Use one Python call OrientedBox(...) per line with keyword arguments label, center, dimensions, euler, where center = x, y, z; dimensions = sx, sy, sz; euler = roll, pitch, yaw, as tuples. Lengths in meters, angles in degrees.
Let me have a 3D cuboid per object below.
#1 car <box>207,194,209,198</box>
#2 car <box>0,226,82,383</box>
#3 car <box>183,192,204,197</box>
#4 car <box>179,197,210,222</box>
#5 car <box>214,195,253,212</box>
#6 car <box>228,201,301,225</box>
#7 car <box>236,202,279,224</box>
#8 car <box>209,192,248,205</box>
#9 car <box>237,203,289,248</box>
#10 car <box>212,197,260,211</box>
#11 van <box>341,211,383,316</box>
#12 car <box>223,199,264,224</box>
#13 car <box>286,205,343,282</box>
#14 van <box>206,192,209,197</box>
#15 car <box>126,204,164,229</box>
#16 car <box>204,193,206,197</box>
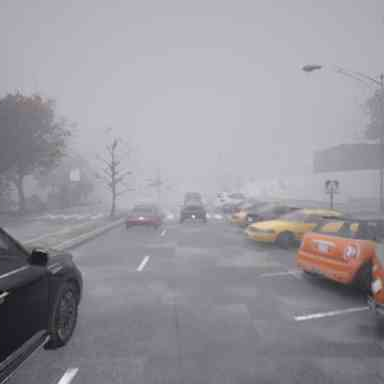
OrientedBox(label="car", center=(5.240, 1.337, 44.339), dimensions=(5.366, 1.575, 1.946), euler=(1, 0, -20))
OrientedBox(label="car", center=(-2.886, 1.218, 3.105), dimensions=(2.150, 2.045, 5.566), euler=(0, 0, 0))
OrientedBox(label="car", center=(0.096, 1.068, 42.320), dimensions=(2.150, 2.045, 5.566), euler=(0, 0, 0))
OrientedBox(label="car", center=(0.098, 1.391, 24.984), dimensions=(1.837, 1.490, 4.892), euler=(0, 1, 0))
OrientedBox(label="car", center=(5.077, 1.352, 32.340), dimensions=(4.892, 1.521, 2.231), euler=(1, 0, -20))
OrientedBox(label="car", center=(5.064, 1.424, 23.400), dimensions=(4.674, 1.452, 2.002), euler=(1, 0, -20))
OrientedBox(label="car", center=(5.095, 1.448, 17.447), dimensions=(4.792, 1.488, 2.163), euler=(1, 0, -20))
OrientedBox(label="car", center=(5.096, 1.093, 35.341), dimensions=(5.566, 2.045, 2.435), euler=(1, 0, -20))
OrientedBox(label="car", center=(4.895, 1.433, 14.385), dimensions=(5.366, 1.575, 1.946), euler=(1, 1, -20))
OrientedBox(label="car", center=(5.073, 1.340, 38.306), dimensions=(5.008, 1.535, 2.097), euler=(1, 0, -20))
OrientedBox(label="van", center=(4.964, 1.256, 5.447), dimensions=(4.442, 1.987, 1.878), euler=(1, 1, -20))
OrientedBox(label="car", center=(4.895, 1.394, 20.351), dimensions=(5.366, 1.575, 1.946), euler=(1, 1, -20))
OrientedBox(label="car", center=(5.042, 1.345, 8.475), dimensions=(4.553, 1.767, 2.185), euler=(1, 0, -20))
OrientedBox(label="van", center=(4.960, 1.113, 50.196), dimensions=(4.442, 1.987, 1.878), euler=(1, 0, -20))
OrientedBox(label="car", center=(-2.902, 1.468, 21.081), dimensions=(1.994, 1.385, 4.181), euler=(0, 0, 0))
OrientedBox(label="car", center=(4.893, 1.336, 53.154), dimensions=(5.366, 1.575, 1.946), euler=(1, 0, -20))
